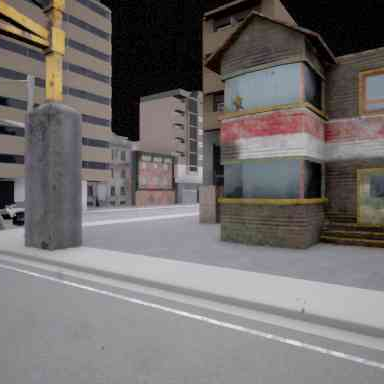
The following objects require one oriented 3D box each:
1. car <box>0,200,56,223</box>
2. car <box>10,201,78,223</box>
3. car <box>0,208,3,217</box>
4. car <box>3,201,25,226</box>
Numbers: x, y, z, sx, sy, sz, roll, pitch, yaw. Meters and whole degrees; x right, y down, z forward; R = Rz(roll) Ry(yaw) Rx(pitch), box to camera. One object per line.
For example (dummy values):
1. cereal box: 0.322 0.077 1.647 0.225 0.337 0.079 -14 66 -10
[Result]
1. car: -13.287 1.453 25.671 4.974 1.542 2.038 0 0 -30
2. car: -10.071 1.295 23.047 1.853 1.218 4.536 0 0 15
3. car: -13.242 1.295 25.697 4.536 1.218 1.853 0 0 -30
4. car: -10.085 1.453 22.997 2.038 1.542 4.974 0 0 15
